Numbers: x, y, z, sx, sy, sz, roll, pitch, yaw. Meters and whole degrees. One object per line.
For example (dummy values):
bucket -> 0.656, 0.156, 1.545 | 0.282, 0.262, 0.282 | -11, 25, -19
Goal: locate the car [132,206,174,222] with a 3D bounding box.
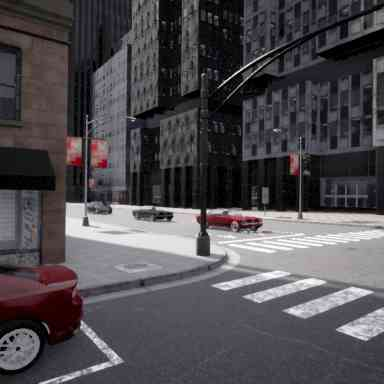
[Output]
car -> -3.549, 1.928, 29.900 | 1.895, 1.301, 4.718 | 1, -1, -36

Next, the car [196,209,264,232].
car -> 2.371, 1.813, 21.715 | 1.895, 1.301, 4.718 | 1, -1, -36

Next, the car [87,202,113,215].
car -> -11.273, 1.955, 40.628 | 1.837, 1.490, 4.892 | 1, -1, -36

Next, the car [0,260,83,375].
car -> -3.672, 1.545, 4.013 | 4.507, 1.381, 1.887 | 0, 1, -36
